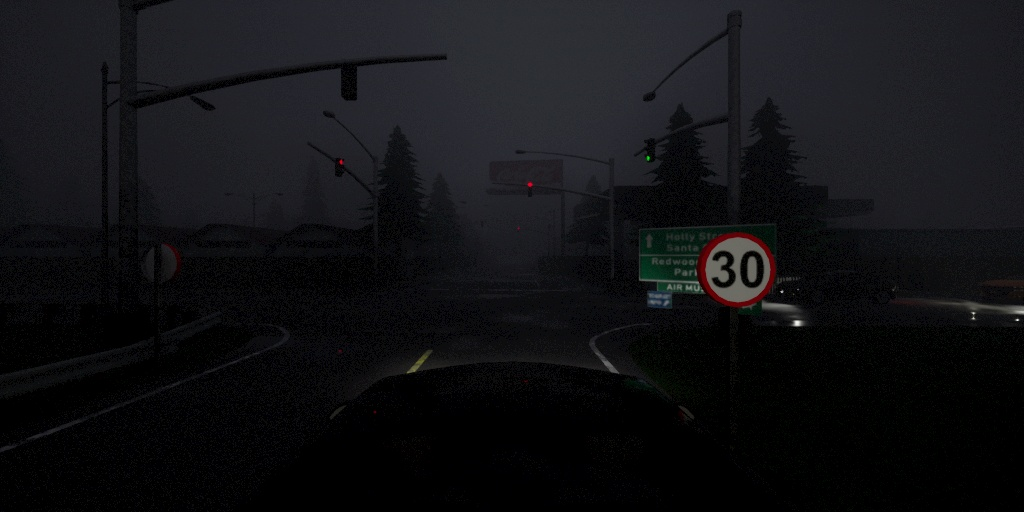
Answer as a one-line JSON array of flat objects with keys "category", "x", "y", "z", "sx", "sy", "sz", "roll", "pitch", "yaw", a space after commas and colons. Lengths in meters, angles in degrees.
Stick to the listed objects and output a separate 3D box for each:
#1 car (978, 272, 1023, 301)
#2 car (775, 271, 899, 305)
[{"category": "car", "x": 25.132, "y": 1.419, "z": 16.811, "sx": 5.008, "sy": 1.535, "sz": 1.882, "roll": 0, "pitch": 0, "yaw": 1}, {"category": "car", "x": 15.196, "y": 1.446, "z": 16.940, "sx": 4.892, "sy": 1.490, "sz": 1.837, "roll": 0, "pitch": 0, "yaw": 1}]
